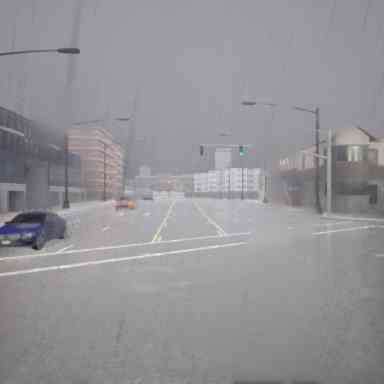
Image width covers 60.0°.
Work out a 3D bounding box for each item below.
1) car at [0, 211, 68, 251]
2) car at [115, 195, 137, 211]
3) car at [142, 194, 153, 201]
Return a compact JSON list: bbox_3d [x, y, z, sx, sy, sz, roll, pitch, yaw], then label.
[{"bbox_3d":[-6.900,1.586,14.550,1.812,1.442,4.674,0,0,-2],"label":"car"},{"bbox_3d":[-7.768,1.277,39.520,2.097,1.767,4.553,0,1,-2],"label":"car"},{"bbox_3d":[-8.661,1.093,65.249,1.994,1.385,4.181,0,0,-2],"label":"car"}]
